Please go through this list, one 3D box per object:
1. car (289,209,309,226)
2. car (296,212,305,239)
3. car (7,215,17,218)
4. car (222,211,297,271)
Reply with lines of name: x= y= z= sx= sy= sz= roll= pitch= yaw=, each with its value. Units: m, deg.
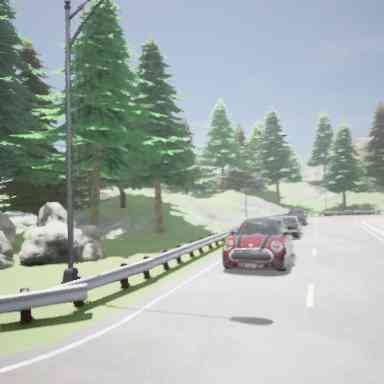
car: x=9.900 y=2.358 z=31.391 sx=1.837 sy=1.490 sz=4.892 roll=-2 pitch=-2 yaw=23
car: x=6.185 y=2.255 z=21.938 sx=1.895 sy=1.301 sz=4.718 roll=-2 pitch=-2 yaw=21
car: x=-20.950 y=2.978 z=34.906 sx=2.150 sy=2.045 sz=5.566 roll=-2 pitch=-2 yaw=20
car: x=2.653 y=1.810 z=12.720 sx=2.097 sy=1.767 sz=4.553 roll=-2 pitch=-2 yaw=21
